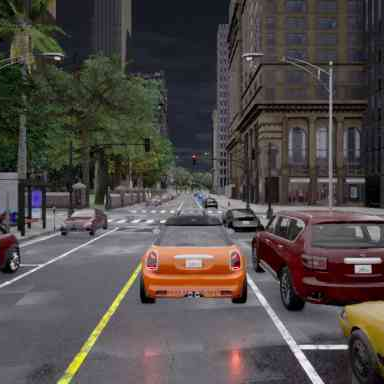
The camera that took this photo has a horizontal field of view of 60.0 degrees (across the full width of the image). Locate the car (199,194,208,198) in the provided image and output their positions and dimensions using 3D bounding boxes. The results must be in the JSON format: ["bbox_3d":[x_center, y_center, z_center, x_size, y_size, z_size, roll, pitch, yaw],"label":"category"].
[{"bbox_3d":[2.472,1.495,56.002,1.752,1.417,4.829,0,0,0],"label":"car"}]

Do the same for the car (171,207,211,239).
[{"bbox_3d":[-0.030,1.596,18.145,1.895,1.301,4.718,0,0,0],"label":"car"}]

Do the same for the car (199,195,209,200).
[{"bbox_3d":[2.501,1.540,50.412,1.947,1.339,4.313,0,0,0],"label":"car"}]

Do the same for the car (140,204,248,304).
[{"bbox_3d":[0.033,1.351,8.326,2.097,1.767,4.553,0,0,0],"label":"car"}]

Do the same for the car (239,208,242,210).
[{"bbox_3d":[2.668,1.561,18.555,1.947,1.339,4.313,0,0,0],"label":"car"}]

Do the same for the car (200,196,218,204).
[{"bbox_3d":[2.530,1.544,44.992,1.947,1.339,4.313,0,0,0],"label":"car"}]

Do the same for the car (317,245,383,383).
[{"bbox_3d":[2.753,1.525,2.450,1.752,1.417,4.829,0,0,0],"label":"car"}]

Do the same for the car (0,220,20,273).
[{"bbox_3d":[-5.801,1.439,7.676,1.967,1.590,4.097,0,0,0],"label":"car"}]

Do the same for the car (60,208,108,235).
[{"bbox_3d":[-5.857,1.577,18.528,1.802,1.307,4.206,0,0,0],"label":"car"}]

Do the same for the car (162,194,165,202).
[{"bbox_3d":[-6.053,1.410,55.807,1.967,1.590,4.097,0,0,0],"label":"car"}]

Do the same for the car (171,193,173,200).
[{"bbox_3d":[-6.167,1.258,77.488,2.192,1.841,5.009,0,0,0],"label":"car"}]

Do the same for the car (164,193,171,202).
[{"bbox_3d":[-6.138,1.391,72.068,1.967,1.590,4.097,0,0,0],"label":"car"}]

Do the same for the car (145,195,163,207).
[{"bbox_3d":[-6.024,1.525,50.387,2.008,1.369,4.403,0,0,0],"label":"car"}]

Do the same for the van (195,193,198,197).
[{"bbox_3d":[2.330,1.276,82.934,1.690,1.788,3.998,0,0,0],"label":"van"}]

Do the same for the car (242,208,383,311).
[{"bbox_3d":[2.724,1.314,7.705,2.192,1.841,5.009,0,0,0],"label":"car"}]

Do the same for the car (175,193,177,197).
[{"bbox_3d":[-6.252,1.232,93.749,2.192,1.841,5.009,0,0,0],"label":"car"}]
